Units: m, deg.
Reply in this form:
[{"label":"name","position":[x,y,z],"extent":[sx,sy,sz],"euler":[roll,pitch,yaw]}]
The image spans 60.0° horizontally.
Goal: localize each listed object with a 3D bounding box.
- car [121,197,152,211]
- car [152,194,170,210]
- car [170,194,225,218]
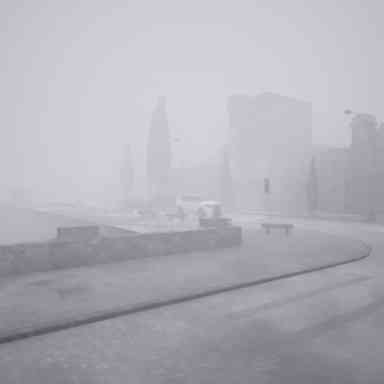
[{"label":"car","position":[-7.303,1.504,41.569],"extent":[1.837,1.490,4.892],"euler":[0,0,-35]},{"label":"car","position":[-3.913,1.220,44.034],"extent":[2.150,2.045,5.566],"euler":[0,0,-36]},{"label":"car","position":[0.609,1.220,30.475],"extent":[2.150,2.045,5.566],"euler":[0,0,-36]}]
